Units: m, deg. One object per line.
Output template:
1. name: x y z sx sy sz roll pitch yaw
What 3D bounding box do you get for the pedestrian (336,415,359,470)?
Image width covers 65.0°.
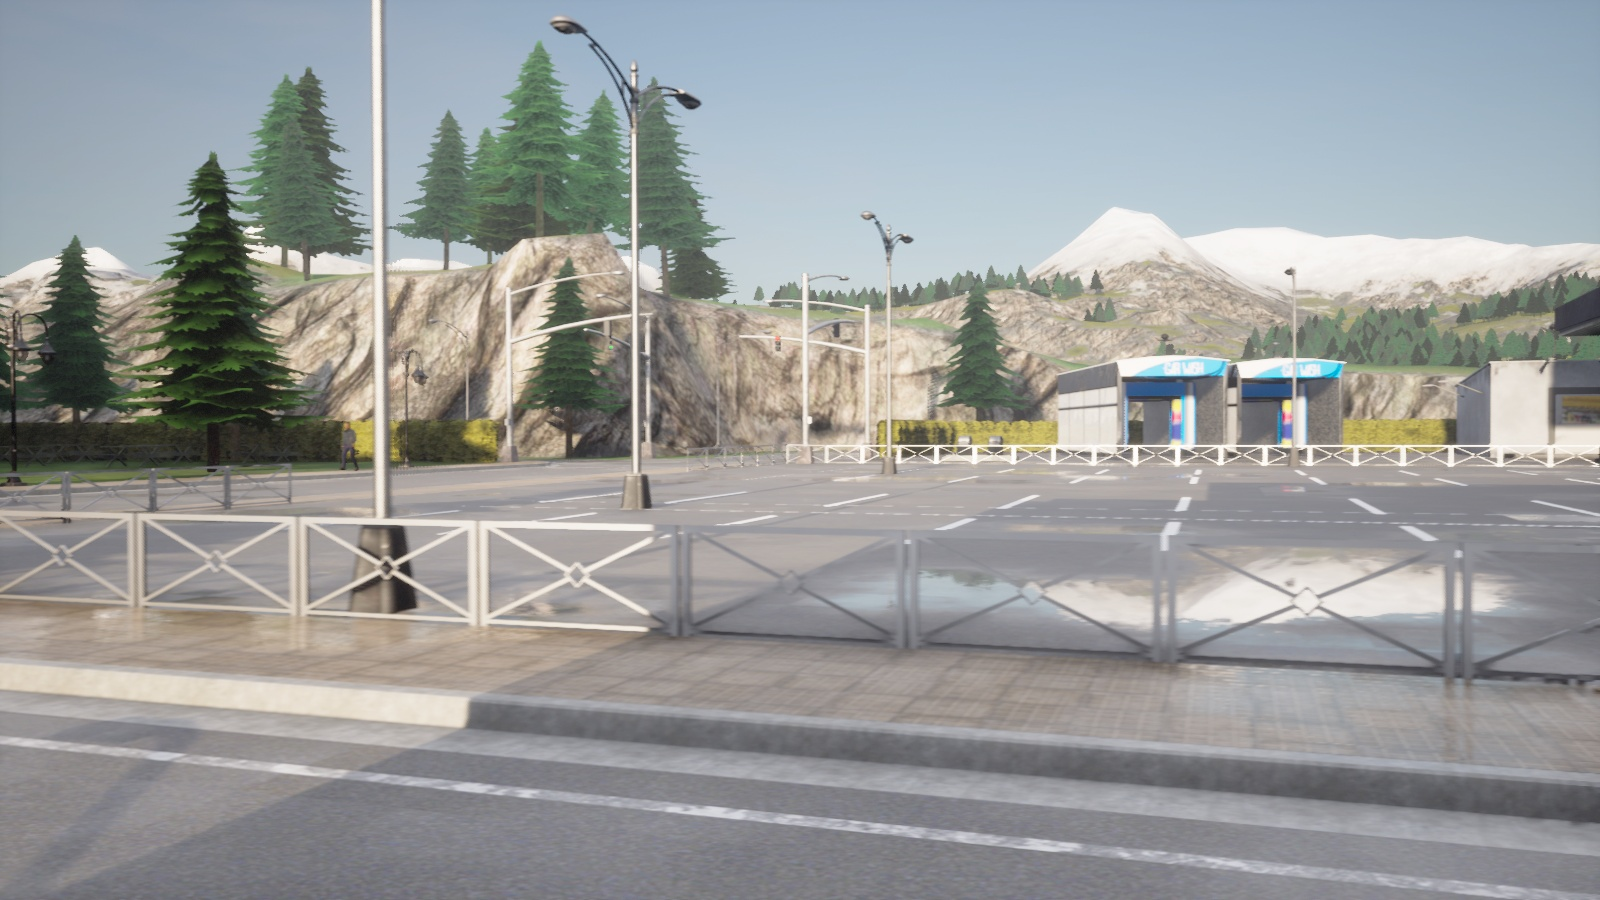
1. pedestrian: -16.224 -0.285 45.030 0.423 1.949 0.788 0 1 16
